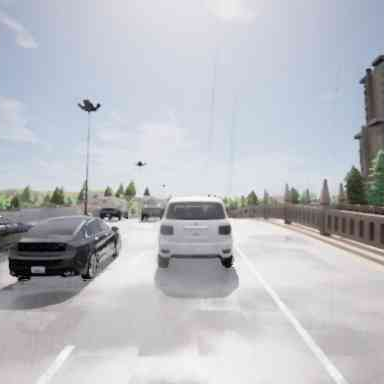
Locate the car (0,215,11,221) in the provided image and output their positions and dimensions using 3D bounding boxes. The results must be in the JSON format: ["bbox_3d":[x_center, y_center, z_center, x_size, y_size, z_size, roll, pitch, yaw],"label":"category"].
[{"bbox_3d":[-6.899,1.436,10.855,2.128,1.511,4.902,0,0,0],"label":"car"}]

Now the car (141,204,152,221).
[{"bbox_3d":[-3.397,1.790,29.915,2.128,1.511,4.902,0,-3,0],"label":"car"}]

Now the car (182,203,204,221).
[{"bbox_3d":[0.103,1.795,29.800,1.837,1.490,4.892,0,-3,0],"label":"car"}]

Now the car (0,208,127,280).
[{"bbox_3d":[-3.399,1.455,9.765,1.837,1.490,4.892,0,0,0],"label":"car"}]

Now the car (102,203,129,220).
[{"bbox_3d":[-6.897,1.793,29.767,1.837,1.490,4.892,0,-3,0],"label":"car"}]

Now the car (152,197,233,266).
[{"bbox_3d":[0.102,1.164,11.395,2.150,2.045,5.566,0,0,0],"label":"car"}]
